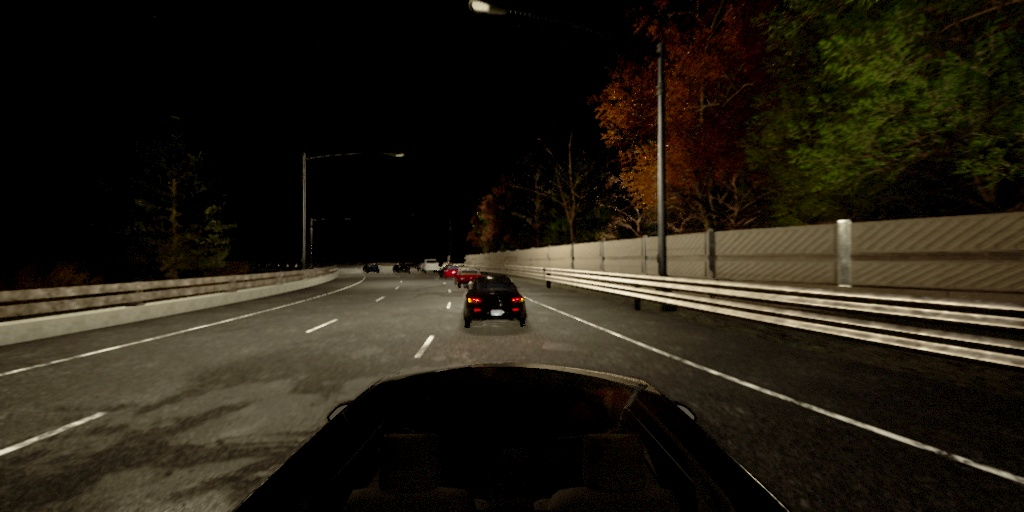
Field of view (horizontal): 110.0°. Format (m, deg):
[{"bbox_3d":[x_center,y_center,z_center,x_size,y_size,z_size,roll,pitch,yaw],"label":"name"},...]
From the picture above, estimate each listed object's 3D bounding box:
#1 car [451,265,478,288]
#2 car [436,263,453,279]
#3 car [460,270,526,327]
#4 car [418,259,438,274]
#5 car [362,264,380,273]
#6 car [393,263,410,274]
[{"bbox_3d":[-3.247,1.592,26.625,1.895,1.301,4.718,0,-1,-13],"label":"car"},{"bbox_3d":[-6.631,1.678,38.707,1.994,1.385,4.181,0,0,-19],"label":"car"},{"bbox_3d":[-0.631,1.372,11.897,1.812,1.442,4.674,0,0,-5],"label":"car"},{"bbox_3d":[-12.107,1.483,52.796,2.150,2.045,5.566,0,0,-21],"label":"car"},{"bbox_3d":[-21.332,1.845,54.182,2.033,1.411,5.357,0,-1,-30],"label":"car"},{"bbox_3d":[-15.836,1.747,51.238,2.128,1.511,4.902,0,-1,-27],"label":"car"}]
